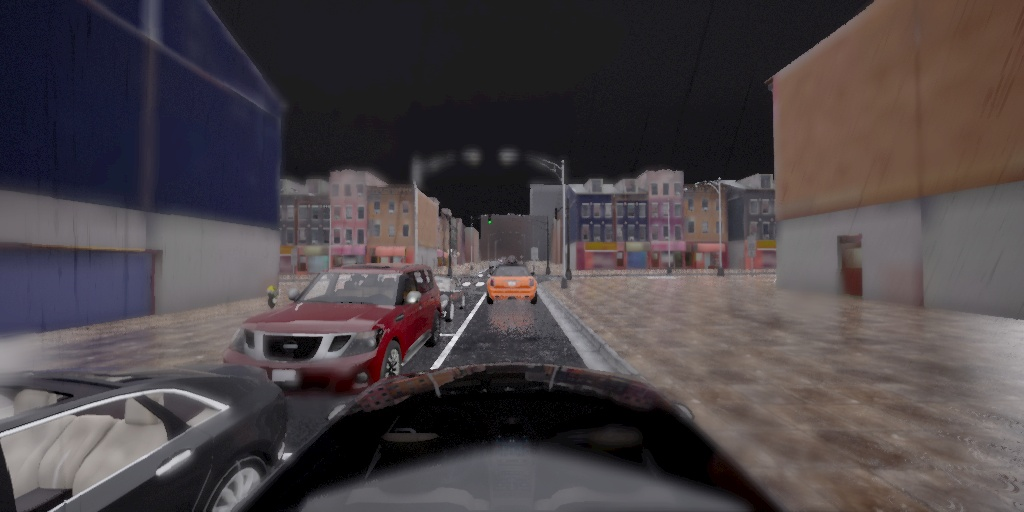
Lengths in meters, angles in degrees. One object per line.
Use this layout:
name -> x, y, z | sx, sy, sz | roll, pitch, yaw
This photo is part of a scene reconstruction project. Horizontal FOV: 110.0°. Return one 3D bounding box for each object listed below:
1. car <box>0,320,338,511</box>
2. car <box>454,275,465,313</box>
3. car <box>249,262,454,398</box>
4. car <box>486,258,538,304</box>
car -> -2.637, 1.299, 1.122 | 2.007, 1.370, 4.403 | 0, 0, 0
car -> -2.637, 1.306, 12.191 | 2.007, 1.370, 4.403 | 0, 0, 0
car -> -2.637, 1.066, 6.656 | 2.192, 1.841, 5.009 | 0, 0, 0
car -> 0.000, 1.126, 16.475 | 2.097, 1.767, 4.553 | 0, 0, 0
